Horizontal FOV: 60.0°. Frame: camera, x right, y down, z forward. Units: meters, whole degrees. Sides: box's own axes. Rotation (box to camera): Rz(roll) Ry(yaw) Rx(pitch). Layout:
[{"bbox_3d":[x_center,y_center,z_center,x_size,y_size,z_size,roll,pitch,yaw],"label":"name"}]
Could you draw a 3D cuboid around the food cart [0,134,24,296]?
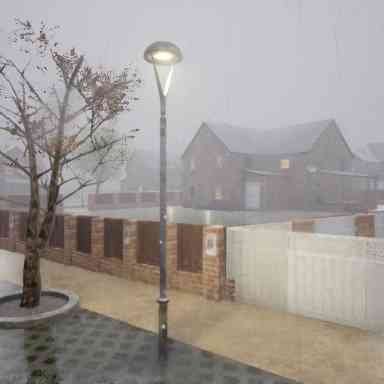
[{"bbox_3d":[-6.464,0.464,8.230,4.660,3.560,2.280,1,0,38],"label":"food cart"}]
